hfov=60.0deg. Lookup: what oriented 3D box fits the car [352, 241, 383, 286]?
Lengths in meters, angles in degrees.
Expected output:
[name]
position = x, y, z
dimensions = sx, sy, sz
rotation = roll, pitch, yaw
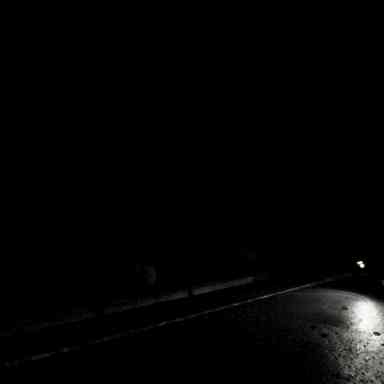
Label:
[car]
position = 6.323, 1.550, 8.504
dimensions = 5.357, 1.411, 2.033
rotation = 0, 0, -35
